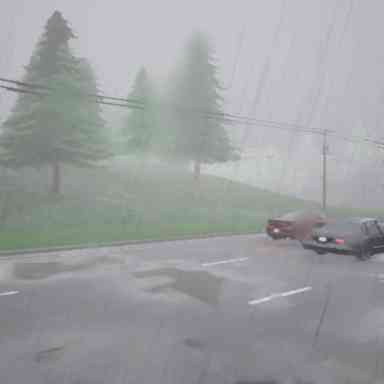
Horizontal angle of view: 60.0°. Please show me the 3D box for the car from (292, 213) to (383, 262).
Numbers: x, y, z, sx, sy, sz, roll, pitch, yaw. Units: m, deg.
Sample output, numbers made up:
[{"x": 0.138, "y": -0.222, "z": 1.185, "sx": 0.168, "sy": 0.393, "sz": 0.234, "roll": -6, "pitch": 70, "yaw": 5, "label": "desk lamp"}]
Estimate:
[{"x": 6.509, "y": 1.688, "z": 12.804, "sx": 5.357, "sy": 1.411, "sz": 2.033, "roll": 1, "pitch": 0, "yaw": -35, "label": "car"}]

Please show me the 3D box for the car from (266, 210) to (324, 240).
[{"x": 5.890, "y": 1.637, "z": 16.644, "sx": 5.008, "sy": 1.535, "sz": 1.882, "roll": 0, "pitch": 0, "yaw": -35, "label": "car"}]
